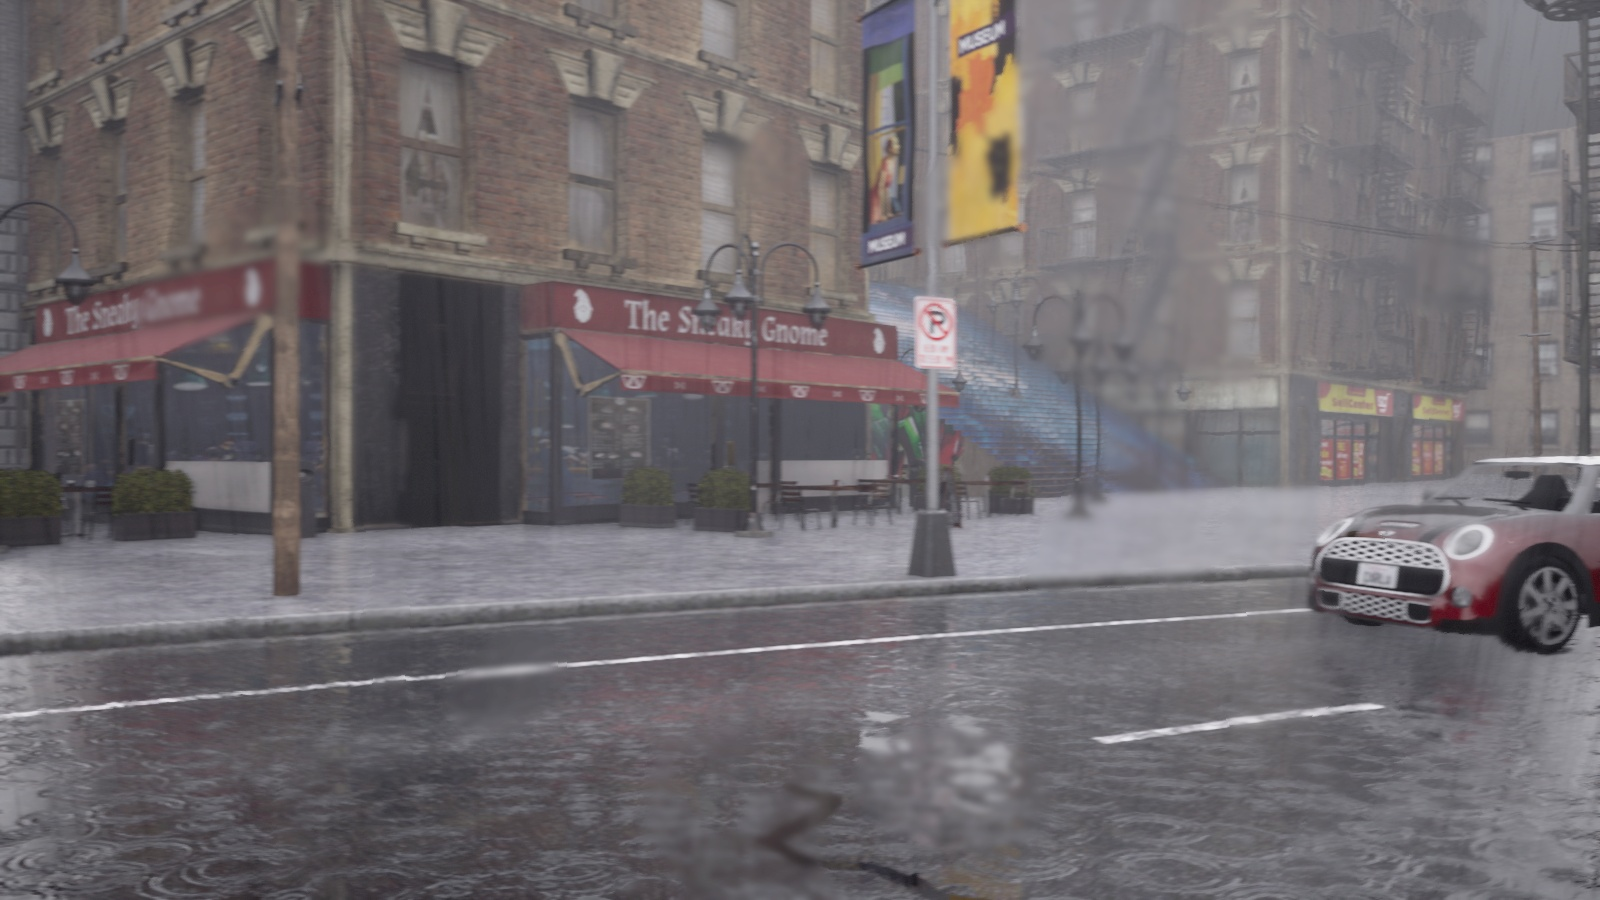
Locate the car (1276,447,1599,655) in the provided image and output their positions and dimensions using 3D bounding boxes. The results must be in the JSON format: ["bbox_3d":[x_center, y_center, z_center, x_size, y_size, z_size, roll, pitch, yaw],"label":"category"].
[{"bbox_3d":[6.200,0.718,10.484,3.806,1.475,1.970,0,0,-20],"label":"car"}]
